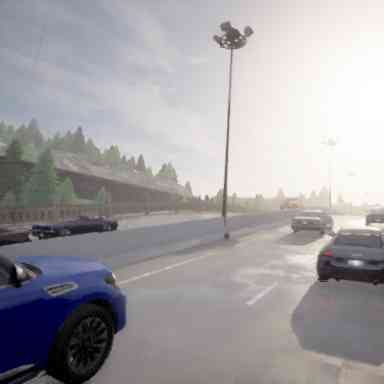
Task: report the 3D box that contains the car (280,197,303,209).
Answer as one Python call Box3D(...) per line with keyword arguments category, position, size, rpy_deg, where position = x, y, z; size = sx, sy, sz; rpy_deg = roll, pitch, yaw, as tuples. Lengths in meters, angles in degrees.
Box3D(category="car", position=(13.584, 1.690, 45.090), size=(2.150, 2.045, 5.566), rpy_deg=(0, -3, 31))

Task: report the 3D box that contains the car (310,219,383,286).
Box3D(category="car", position=(4.978, 1.709, 9.758), size=(1.994, 1.385, 4.181), rpy_deg=(0, -1, 31))

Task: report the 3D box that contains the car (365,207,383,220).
Box3D(category="car", position=(14.685, 1.911, 26.118), size=(1.812, 1.442, 4.674), rpy_deg=(0, -1, 31))

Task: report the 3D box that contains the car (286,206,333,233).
Box3D(category="car", position=(7.822, 1.860, 21.434), size=(2.033, 1.411, 5.357), rpy_deg=(0, -1, 31))

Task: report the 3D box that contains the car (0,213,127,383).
Box3D(category="car", position=(-3.055, 1.266, 3.071), size=(2.150, 2.045, 5.566), rpy_deg=(0, -1, 31))

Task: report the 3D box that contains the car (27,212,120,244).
Box3D(category="car", position=(-6.363, 1.858, 18.473), size=(1.895, 1.301, 4.718), rpy_deg=(0, -1, 31))

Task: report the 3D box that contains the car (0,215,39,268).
Box3D(category="car", position=(-7.392, 1.612, 9.870), size=(1.882, 1.535, 5.008), rpy_deg=(0, -1, 31))
